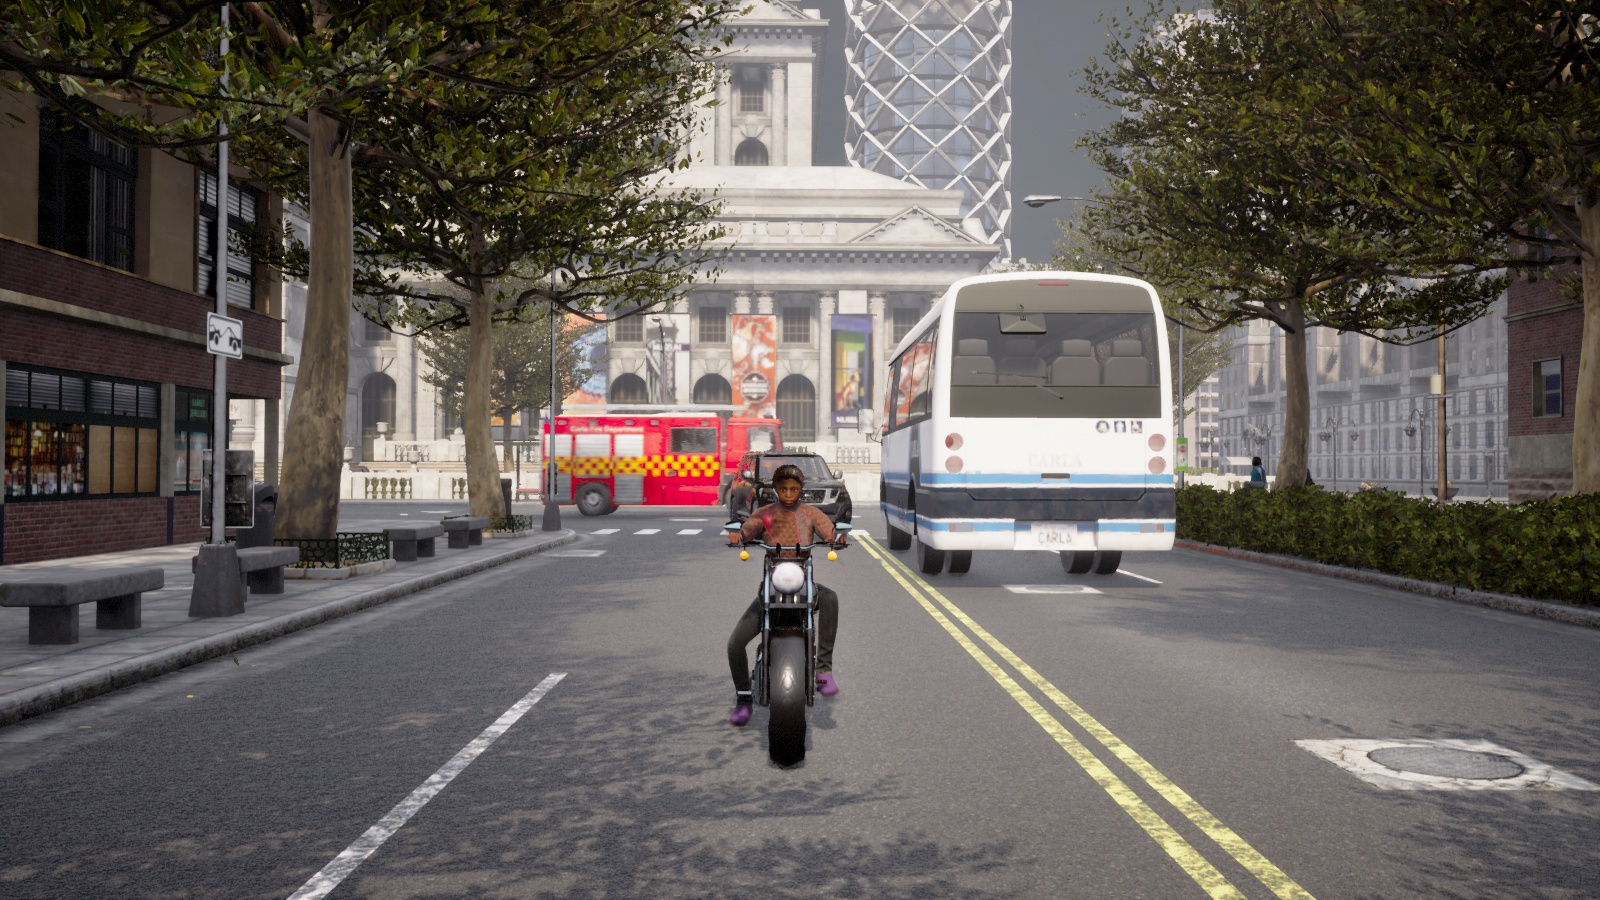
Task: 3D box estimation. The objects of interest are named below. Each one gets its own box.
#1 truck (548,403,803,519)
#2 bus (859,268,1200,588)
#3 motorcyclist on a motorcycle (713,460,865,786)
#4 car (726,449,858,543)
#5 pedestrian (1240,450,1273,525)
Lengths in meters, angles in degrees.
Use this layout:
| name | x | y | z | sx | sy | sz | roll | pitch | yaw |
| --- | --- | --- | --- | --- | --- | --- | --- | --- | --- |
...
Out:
| name | x | y | z | sx | sy | sz | roll | pitch | yaw |
| --- | --- | --- | --- | --- | --- | --- | --- | --- | --- |
| truck | -4.133 | 0.390 | 43.196 | 8.468 | 3.827 | 2.891 | 0 | -1 | 0 |
| bus | 3.303 | -0.209 | 21.872 | 3.944 | 4.253 | 10.273 | 0 | -1 | 0 |
| motorcyclist on a motorcycle | -0.065 | 0.892 | 7.543 | 0.766 | 1.649 | 2.350 | 0 | -1 | -1 |
| car | -0.332 | 1.043 | 30.316 | 2.150 | 2.045 | 5.566 | 0 | -1 | -12 |
| pedestrian | 11.855 | 0.971 | 32.639 | 0.692 | 1.930 | 0.396 | 0 | -1 | -7 |
